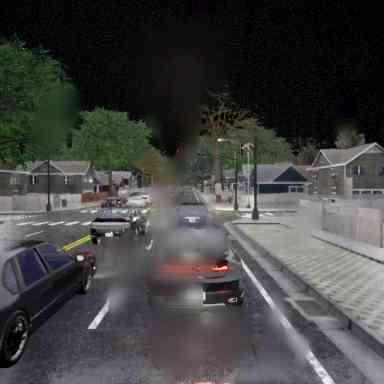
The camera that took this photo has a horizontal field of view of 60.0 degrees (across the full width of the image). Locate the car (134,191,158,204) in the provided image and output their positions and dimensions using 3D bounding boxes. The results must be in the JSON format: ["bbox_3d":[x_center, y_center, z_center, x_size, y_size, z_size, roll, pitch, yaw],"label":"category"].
[{"bbox_3d":[-6.879,0.851,50.759,2.150,2.045,5.566,0,1,0],"label":"car"}]

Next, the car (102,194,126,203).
[{"bbox_3d":[-10.087,1.280,42.109,1.994,1.385,4.181,0,1,0],"label":"car"}]

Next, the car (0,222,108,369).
[{"bbox_3d":[-3.172,1.539,5.642,2.033,1.411,5.357,0,0,0],"label":"car"}]

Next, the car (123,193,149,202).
[{"bbox_3d":[-6.822,1.252,41.030,1.812,1.442,4.674,0,1,0],"label":"car"}]

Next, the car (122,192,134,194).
[{"bbox_3d":[-10.129,0.979,50.796,2.097,1.767,4.553,0,1,0],"label":"car"}]

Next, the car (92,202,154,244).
[{"bbox_3d":[-3.235,1.439,15.396,2.128,1.511,4.902,0,0,0],"label":"car"}]

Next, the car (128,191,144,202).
[{"bbox_3d":[-10.165,0.817,60.765,2.097,1.767,4.553,0,1,0],"label":"car"}]

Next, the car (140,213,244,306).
[{"bbox_3d":[0.063,1.489,7.987,1.837,1.490,4.892,0,0,0],"label":"car"}]

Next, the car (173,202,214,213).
[{"bbox_3d":[0.073,1.289,17.052,2.097,1.767,4.553,0,0,2],"label":"car"}]

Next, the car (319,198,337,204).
[{"bbox_3d":[12.417,1.267,30.852,4.674,1.442,1.812,0,1,-3],"label":"car"}]

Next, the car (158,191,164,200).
[{"bbox_3d":[-6.902,0.662,67.654,2.097,1.767,4.553,0,1,0],"label":"car"}]

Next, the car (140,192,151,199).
[{"bbox_3d":[-10.174,0.727,73.335,1.994,1.385,4.181,0,1,0],"label":"car"}]
